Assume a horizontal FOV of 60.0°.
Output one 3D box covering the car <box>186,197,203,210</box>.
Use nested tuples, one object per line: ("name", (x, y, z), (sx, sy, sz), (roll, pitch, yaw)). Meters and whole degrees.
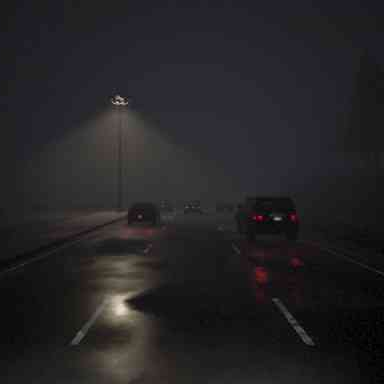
("car", (0.360, 1.492, 44.510), (2.128, 1.511, 4.902), (0, 0, 3))

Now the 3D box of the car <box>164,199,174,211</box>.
("car", (-3.327, 1.564, 39.751), (1.994, 1.385, 4.181), (0, 0, 1))

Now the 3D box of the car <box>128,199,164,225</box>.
("car", (-3.400, 1.478, 24.222), (1.882, 1.535, 5.008), (0, 0, 0))

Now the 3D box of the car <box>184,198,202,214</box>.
("car", (0.107, 1.547, 34.760), (2.033, 1.411, 5.357), (0, 0, 0))

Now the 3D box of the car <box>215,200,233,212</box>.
("car", (3.636, 1.601, 38.144), (1.895, 1.301, 4.718), (0, 0, 1))

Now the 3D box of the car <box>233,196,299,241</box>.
("car", (3.601, 1.222, 16.681), (2.150, 2.045, 5.566), (0, 0, 0))
